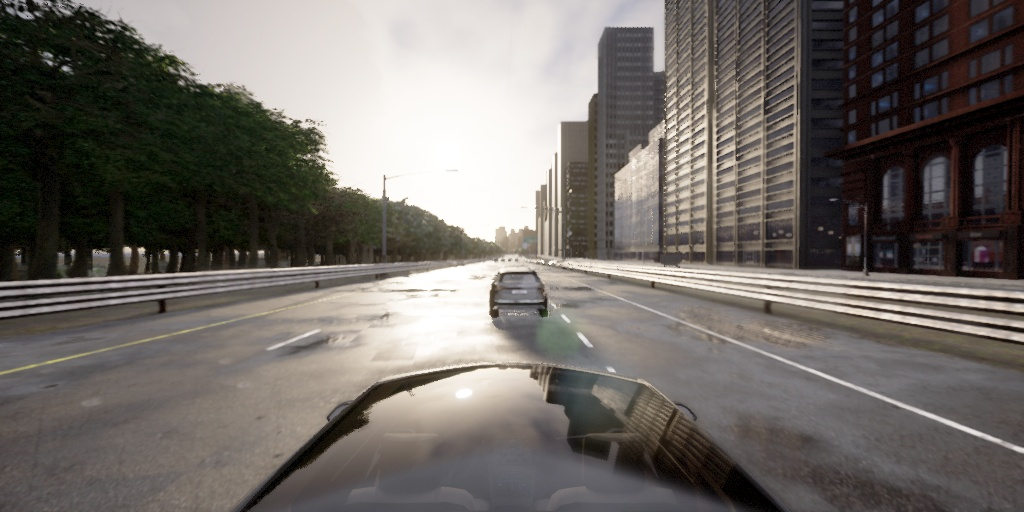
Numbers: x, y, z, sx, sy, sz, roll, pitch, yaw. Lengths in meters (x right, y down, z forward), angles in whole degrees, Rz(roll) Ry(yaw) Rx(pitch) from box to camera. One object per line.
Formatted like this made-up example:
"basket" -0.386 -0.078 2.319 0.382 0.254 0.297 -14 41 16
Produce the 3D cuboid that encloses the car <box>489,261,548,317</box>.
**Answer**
"car" 0.181 1.181 13.420 2.033 1.649 4.856 0 0 -1
